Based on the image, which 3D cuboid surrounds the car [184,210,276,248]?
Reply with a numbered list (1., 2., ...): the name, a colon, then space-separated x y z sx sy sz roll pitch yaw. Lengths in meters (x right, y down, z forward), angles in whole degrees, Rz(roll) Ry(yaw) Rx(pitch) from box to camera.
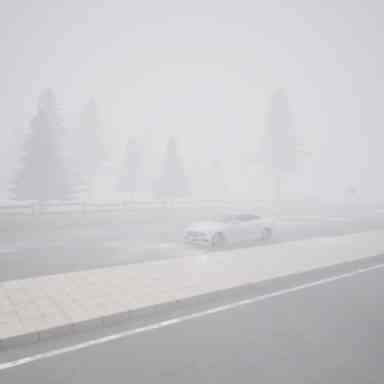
1. car: 1.829 1.580 15.008 4.674 1.442 1.812 -1 1 -36
